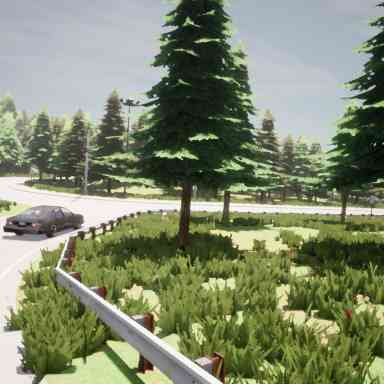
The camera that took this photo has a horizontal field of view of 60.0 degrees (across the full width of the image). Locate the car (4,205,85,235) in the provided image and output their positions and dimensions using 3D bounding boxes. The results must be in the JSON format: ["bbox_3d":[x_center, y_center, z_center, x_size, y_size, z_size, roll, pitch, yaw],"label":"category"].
[{"bbox_3d":[-7.394,1.410,17.289,2.033,1.411,5.357,4,1,3],"label":"car"}]
